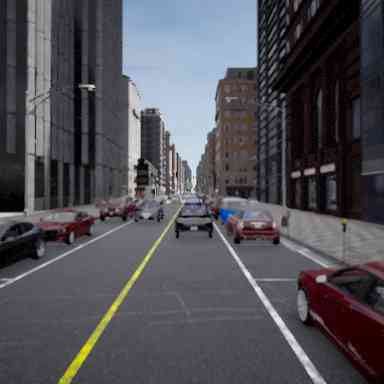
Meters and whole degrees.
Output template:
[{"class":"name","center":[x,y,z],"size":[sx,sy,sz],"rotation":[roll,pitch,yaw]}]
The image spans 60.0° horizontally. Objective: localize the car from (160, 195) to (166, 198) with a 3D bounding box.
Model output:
[{"class":"car","center":[-5.848,1.392,54.592],"size":[1.752,1.417,4.829],"rotation":[1,0,0]}]

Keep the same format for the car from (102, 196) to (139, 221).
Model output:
[{"class":"car","center":[-5.846,1.246,26.639],"size":[2.192,1.841,5.009],"rotation":[1,0,0]}]

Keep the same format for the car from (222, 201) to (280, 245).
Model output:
[{"class":"car","center":[2.678,1.399,15.383],"size":[1.967,1.590,4.097],"rotation":[1,0,0]}]

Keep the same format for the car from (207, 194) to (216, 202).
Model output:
[{"class":"car","center":[2.679,1.246,26.631],"size":[2.192,1.841,5.009],"rotation":[1,0,0]}]

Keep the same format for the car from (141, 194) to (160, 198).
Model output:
[{"class":"car","center":[-5.846,1.206,43.512],"size":[2.192,1.841,5.009],"rotation":[1,0,0]}]

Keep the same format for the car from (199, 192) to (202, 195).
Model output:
[{"class":"car","center":[2.680,1.182,54.753],"size":[2.192,1.841,5.009],"rotation":[1,0,0]}]

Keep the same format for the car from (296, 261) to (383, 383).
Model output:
[{"class":"car","center":[2.677,1.533,4.135],"size":[1.887,1.381,4.507],"rotation":[1,0,0]}]

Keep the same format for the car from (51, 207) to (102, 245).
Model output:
[{"class":"car","center":[-5.849,1.503,15.390],"size":[1.887,1.381,4.507],"rotation":[1,0,0]}]

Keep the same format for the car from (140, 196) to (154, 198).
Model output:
[{"class":"car","center":[-5.848,1.449,37.888],"size":[1.887,1.381,4.507],"rotation":[1,0,0]}]

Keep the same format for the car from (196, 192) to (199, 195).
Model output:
[{"class":"car","center":[2.679,1.364,93.021],"size":[1.802,1.307,4.206],"rotation":[1,0,0]}]

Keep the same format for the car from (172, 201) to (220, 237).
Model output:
[{"class":"car","center":[0.100,1.445,17.660],"size":[2.128,1.511,4.902],"rotation":[0,0,0]}]

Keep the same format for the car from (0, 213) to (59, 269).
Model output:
[{"class":"car","center":[-5.849,1.539,9.766],"size":[1.947,1.339,4.313],"rotation":[1,0,0]}]

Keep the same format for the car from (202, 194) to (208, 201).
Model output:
[{"class":"car","center":[2.679,1.332,43.504],"size":[1.967,1.590,4.097],"rotation":[1,0,0]}]

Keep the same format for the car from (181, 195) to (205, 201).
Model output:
[{"class":"car","center":[0.101,1.389,34.877],"size":[1.882,1.535,5.008],"rotation":[0,0,0]}]

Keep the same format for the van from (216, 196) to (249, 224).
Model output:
[{"class":"van","center":[2.679,1.286,21.007],"size":[1.690,1.788,3.998],"rotation":[1,0,0]}]

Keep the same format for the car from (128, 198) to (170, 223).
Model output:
[{"class":"car","center":[-3.098,1.426,24.935],"size":[2.128,1.511,4.902],"rotation":[0,0,0]}]

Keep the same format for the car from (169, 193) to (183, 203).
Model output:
[{"class":"car","center":[-3.008,1.441,65.488],"size":[1.895,1.301,4.718],"rotation":[0,0,0]}]

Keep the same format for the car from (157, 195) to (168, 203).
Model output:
[{"class":"car","center":[-5.847,1.367,65.841],"size":[1.752,1.417,4.829],"rotation":[1,0,0]}]
